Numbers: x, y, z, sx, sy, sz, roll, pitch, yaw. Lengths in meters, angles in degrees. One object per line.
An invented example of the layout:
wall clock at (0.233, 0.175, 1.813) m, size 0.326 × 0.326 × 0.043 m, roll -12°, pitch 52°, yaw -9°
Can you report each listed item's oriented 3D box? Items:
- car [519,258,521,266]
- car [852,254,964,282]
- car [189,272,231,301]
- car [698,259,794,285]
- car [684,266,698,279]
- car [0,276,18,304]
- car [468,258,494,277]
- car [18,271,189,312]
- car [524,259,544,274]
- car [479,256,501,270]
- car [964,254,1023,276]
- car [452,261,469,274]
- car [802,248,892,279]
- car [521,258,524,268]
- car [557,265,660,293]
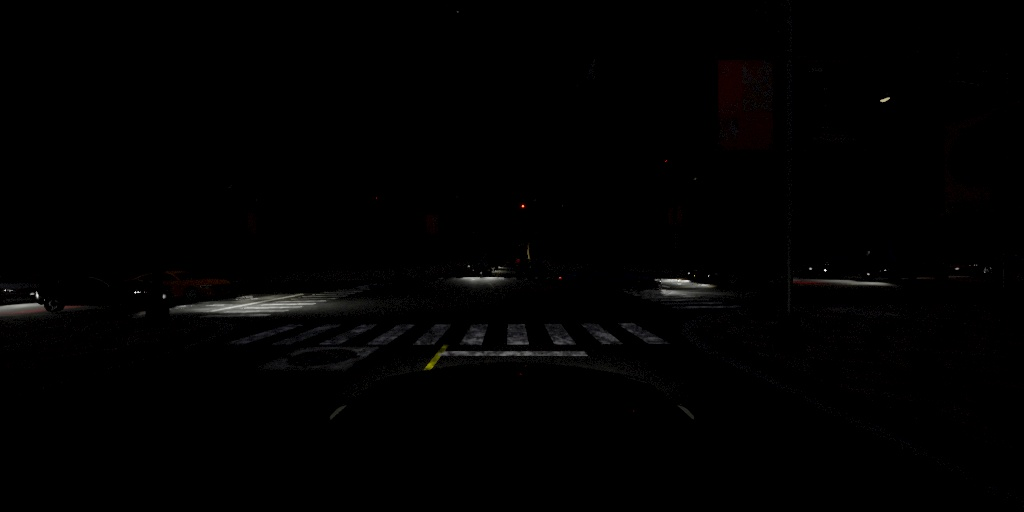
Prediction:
car at (2.644, 1.311, 57.455) m, size 2.007 × 1.370 × 4.403 m, roll 0°, pitch 0°, yaw 0°
car at (24.611, 0.812, 22.428) m, size 4.674 × 1.442 × 1.812 m, roll -1°, pitch 0°, yaw 0°
car at (-17.652, 1.528, 18.905) m, size 5.008 × 1.535 × 1.882 m, roll -1°, pitch 0°, yaw 2°
car at (14.728, 0.965, 22.387) m, size 4.892 × 1.490 × 1.837 m, roll -1°, pitch 0°, yaw 2°
car at (14.654, 1.020, 25.657) m, size 4.181 × 1.385 × 1.994 m, roll -1°, pitch 0°, yaw 0°
car at (-27.627, 1.763, 18.884) m, size 4.674 × 1.442 × 1.812 m, roll -1°, pitch 0°, yaw 0°
car at (-2.946, 1.267, 35.137) m, size 1.812 × 1.442 × 4.674 m, roll 1°, pitch 0°, yaw -3°
car at (-17.629, 1.546, 15.661) m, size 4.902 × 1.511 × 2.128 m, roll -1°, pitch 0°, yaw 2°
car at (2.726, 1.305, 41.122) m, size 2.007 × 1.370 × 4.403 m, roll 0°, pitch 0°, yaw 0°
car at (-3.194, 0.981, 53.018) m, size 2.150 × 2.045 × 5.566 m, roll 0°, pitch 0°, yaw 0°
car at (34.350, 0.605, 25.683) m, size 4.902 × 1.511 × 2.128 m, roll -1°, pitch 0°, yaw 0°
car at (-5.799, 1.305, 41.083) m, size 2.007 × 1.370 × 4.403 m, roll 0°, pitch 0°, yaw 0°
car at (24.130, 0.510, 25.675) m, size 5.566 × 2.045 × 2.150 m, roll -1°, pitch 0°, yaw 0°
car at (2.671, 1.303, 52.011) m, size 1.888 × 1.381 × 4.507 m, roll 0°, pitch 0°, yaw 0°
car at (5.206, 1.184, 19.655) m, size 5.357 × 1.411 × 2.033 m, roll -1°, pitch 0°, yaw 25°
